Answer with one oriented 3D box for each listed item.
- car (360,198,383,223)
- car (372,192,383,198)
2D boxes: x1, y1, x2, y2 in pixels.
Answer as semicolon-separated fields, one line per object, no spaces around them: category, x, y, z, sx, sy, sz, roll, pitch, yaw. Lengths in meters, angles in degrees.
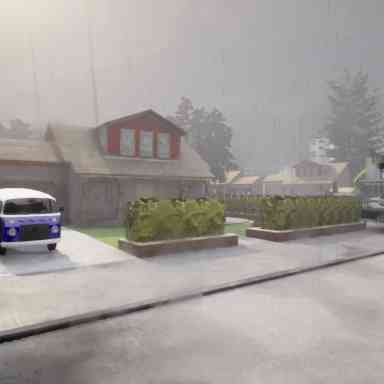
car;13.585;1.477;25.910;1.882;1.535;5.008;0;0;-35
car;22.966;0.985;40.708;3.866;1.878;1.905;0;0;-1
